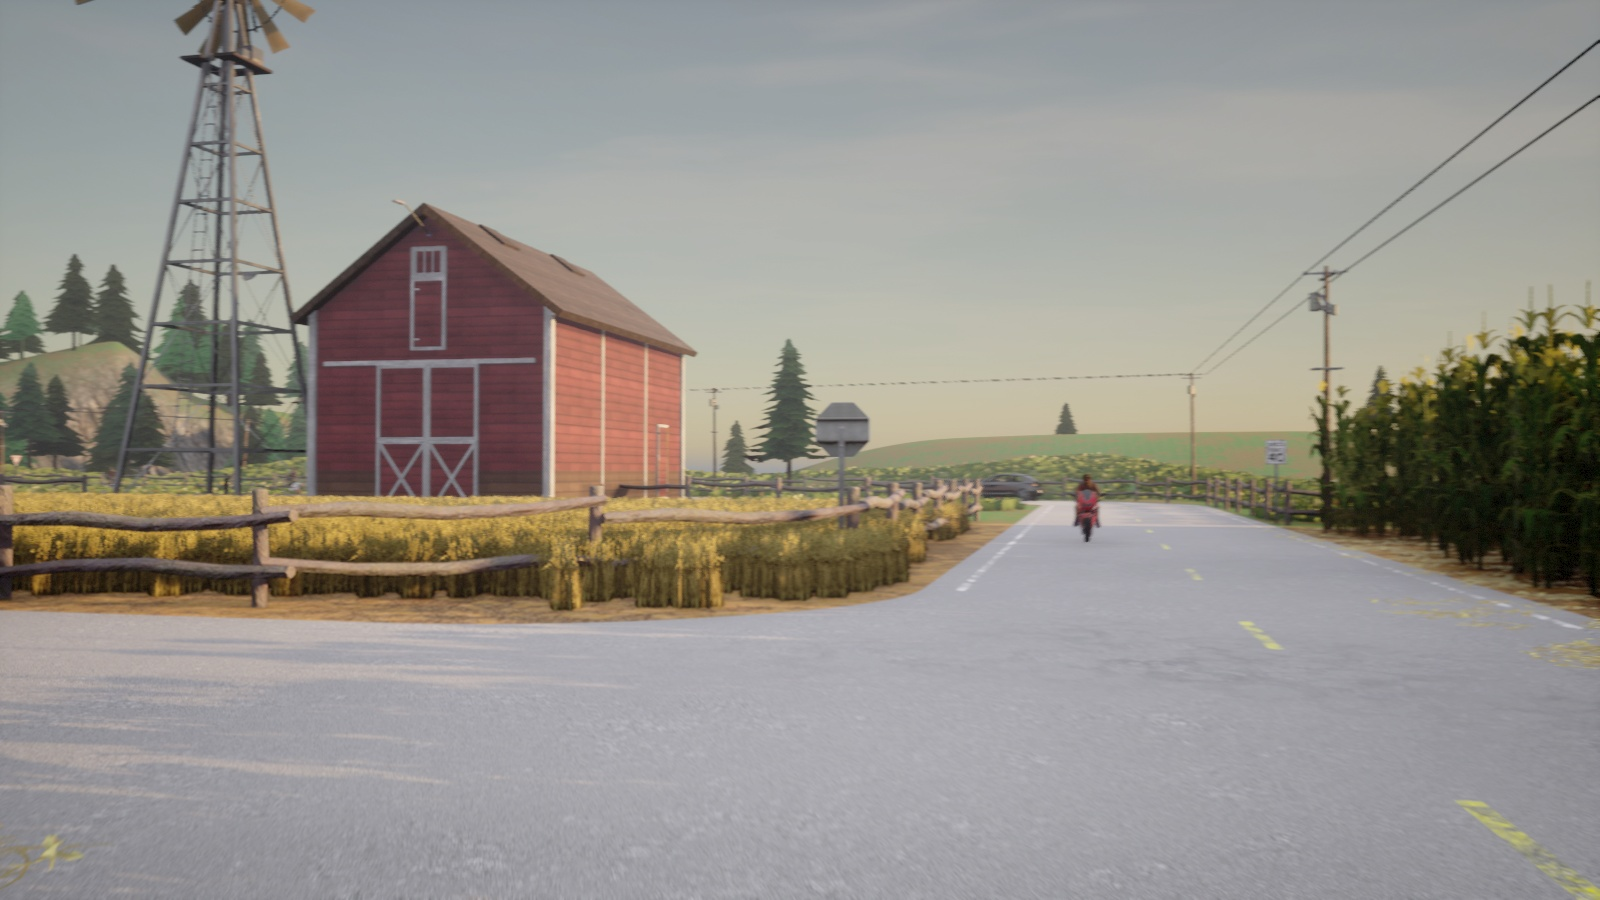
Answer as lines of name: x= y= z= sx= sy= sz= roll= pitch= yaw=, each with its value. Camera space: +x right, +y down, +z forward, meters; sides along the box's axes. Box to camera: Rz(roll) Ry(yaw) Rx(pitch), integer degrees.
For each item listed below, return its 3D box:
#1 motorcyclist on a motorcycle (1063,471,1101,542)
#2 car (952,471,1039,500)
motorcyclist on a motorcycle: x=6.319 y=1.233 z=28.128 sx=0.797 sy=1.523 sz=2.044 roll=-1 pitch=-1 yaw=13
car: x=10.353 y=1.887 z=66.633 sx=4.193 sy=1.474 sz=1.816 roll=-1 pitch=-1 yaw=26
